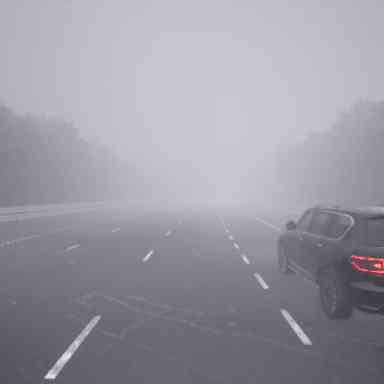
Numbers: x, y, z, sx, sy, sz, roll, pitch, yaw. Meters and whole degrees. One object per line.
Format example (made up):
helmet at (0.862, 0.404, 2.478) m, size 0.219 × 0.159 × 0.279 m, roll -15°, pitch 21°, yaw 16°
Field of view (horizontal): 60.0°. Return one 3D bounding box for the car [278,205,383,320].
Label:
car at (3.591, 1.305, 7.612) m, size 2.150 × 2.045 × 5.566 m, roll 0°, pitch 0°, yaw 1°
